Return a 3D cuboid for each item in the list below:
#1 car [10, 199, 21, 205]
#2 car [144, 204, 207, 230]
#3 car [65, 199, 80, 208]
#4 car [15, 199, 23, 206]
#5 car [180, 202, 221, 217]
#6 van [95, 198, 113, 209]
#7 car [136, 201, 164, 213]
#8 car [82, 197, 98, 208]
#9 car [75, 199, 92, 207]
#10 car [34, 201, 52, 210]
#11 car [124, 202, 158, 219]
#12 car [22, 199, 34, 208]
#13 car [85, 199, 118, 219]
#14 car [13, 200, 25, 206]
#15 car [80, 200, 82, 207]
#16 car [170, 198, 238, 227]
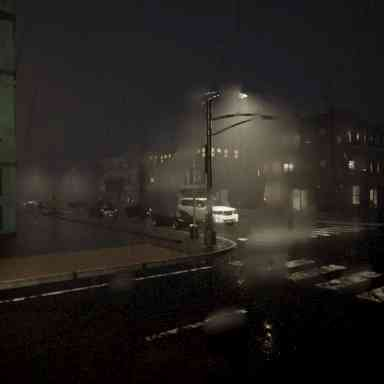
[{"bbox_3d":[-44.644,2.597,84.104,1.887,1.381,4.507,-1,0,-36],"label":"car"},{"bbox_3d":[-1.262,1.814,23.215,1.947,1.339,4.313,-2,0,-36],"label":"car"},{"bbox_3d":[-21.454,2.229,61.637,1.994,1.385,4.181,-1,0,-36],"label":"car"},{"bbox_3d":[-38.208,2.379,75.099,1.967,1.590,4.097,-1,0,-36],"label":"car"},{"bbox_3d":[0.801,1.809,34.947,2.008,1.369,4.403,-2,0,-36],"label":"car"},{"bbox_3d":[-15.299,1.906,57.460,1.690,1.788,3.998,-1,0,-36],"label":"van"},{"bbox_3d":[-5.636,1.966,43.952,1.802,1.307,4.206,-2,0,-36],"label":"car"},{"bbox_3d":[-15.393,2.032,53.157,1.882,1.535,5.008,-1,0,-35],"label":"car"},{"bbox_3d":[-21.733,2.227,66.466,1.887,1.381,4.507,-1,0,-36],"label":"car"},{"bbox_3d":[-25.231,2.232,56.950,1.752,1.417,4.829,-1,0,-36],"label":"car"},{"bbox_3d":[-4.995,1.886,33.112,2.033,1.411,5.357,-1,0,-36],"label":"car"},{"bbox_3d":[-31.768,2.375,66.094,2.008,1.369,4.403,-1,0,-36],"label":"car"},{"bbox_3d":[-9.237,1.846,34.574,1.967,1.590,4.097,-1,0,-36],"label":"car"},{"bbox_3d":[-41.425,2.547,79.603,2.008,1.369,4.403,-1,0,-36],"label":"car"},{"bbox_3d":[-18.519,1.939,61.963,2.192,1.841,5.009,-1,0,-36],"label":"car"},{"bbox_3d":[0.956,1.442,24.784,2.150,2.045,5.566,-1,0,-35],"label":"car"}]
